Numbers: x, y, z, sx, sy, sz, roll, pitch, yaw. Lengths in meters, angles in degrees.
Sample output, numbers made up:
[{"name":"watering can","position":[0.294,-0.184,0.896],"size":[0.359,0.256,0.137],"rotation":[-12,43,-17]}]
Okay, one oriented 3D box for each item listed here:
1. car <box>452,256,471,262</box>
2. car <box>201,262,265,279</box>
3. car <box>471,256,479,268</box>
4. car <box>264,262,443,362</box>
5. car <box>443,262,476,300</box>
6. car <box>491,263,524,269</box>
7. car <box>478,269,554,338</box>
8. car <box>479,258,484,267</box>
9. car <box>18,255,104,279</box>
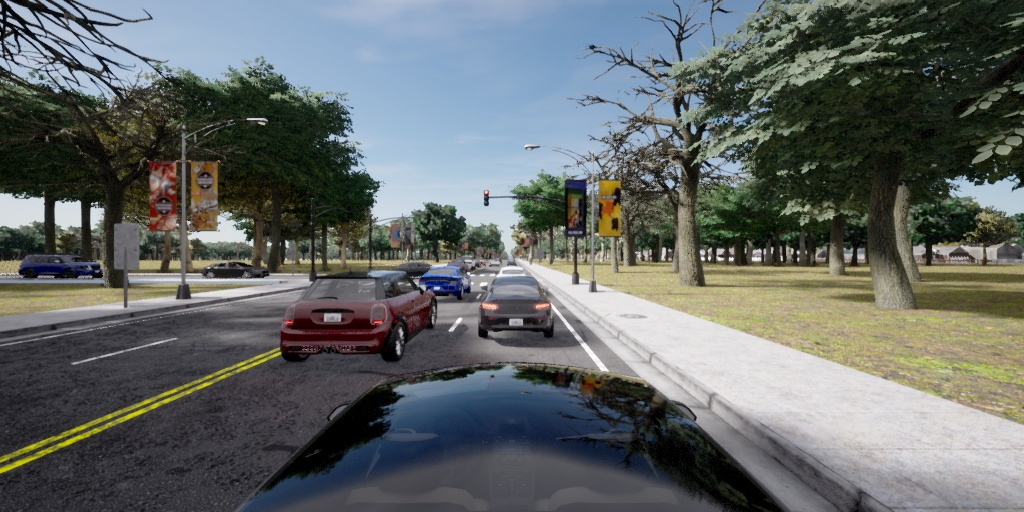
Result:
[{"name":"car","position":[-6.647,1.113,43.573],"size":[2.097,1.767,4.553],"rotation":[0,0,0]},{"name":"car","position":[-23.013,1.236,29.950],"size":[4.892,1.490,1.837],"rotation":[0,0,-1]},{"name":"car","position":[-6.656,0.990,53.130],"size":[2.150,2.045,5.566],"rotation":[0,0,0]},{"name":"car","position":[-3.157,1.102,8.410],"size":[2.097,1.767,4.553],"rotation":[0,0,0]},{"name":"car","position":[-3.169,1.229,17.737],"size":[1.882,1.535,5.008],"rotation":[0,0,1]},{"name":"car","position":[0.044,1.278,19.214],"size":[1.812,1.442,4.674],"rotation":[0,0,0]},{"name":"car","position":[0.091,1.276,10.111],"size":[1.812,1.442,4.674],"rotation":[0,0,0]},{"name":"car","position":[-6.634,1.256,63.336],"size":[1.882,1.535,5.008],"rotation":[0,0,0]},{"name":"car","position":[-37.402,0.934,29.946],"size":[5.566,2.045,2.150],"rotation":[0,0,0]}]
